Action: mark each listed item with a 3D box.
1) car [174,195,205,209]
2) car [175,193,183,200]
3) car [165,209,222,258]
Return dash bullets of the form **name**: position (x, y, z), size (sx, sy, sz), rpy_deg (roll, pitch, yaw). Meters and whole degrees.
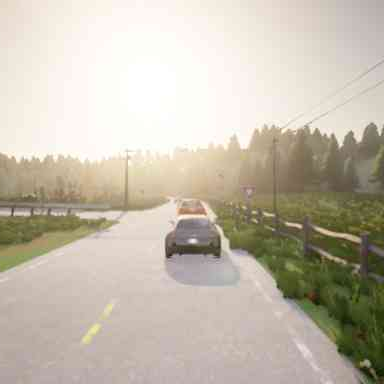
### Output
- **car**: position (-0.166, 1.354, 26.595), size (2.097, 1.767, 4.553), rpy_deg (0, 0, -5)
- **car**: position (-3.241, 1.101, 83.124), size (1.882, 1.535, 5.008), rpy_deg (0, 0, -3)
- **car**: position (0.057, 1.566, 12.843), size (1.994, 1.385, 4.181), rpy_deg (0, 0, 1)
